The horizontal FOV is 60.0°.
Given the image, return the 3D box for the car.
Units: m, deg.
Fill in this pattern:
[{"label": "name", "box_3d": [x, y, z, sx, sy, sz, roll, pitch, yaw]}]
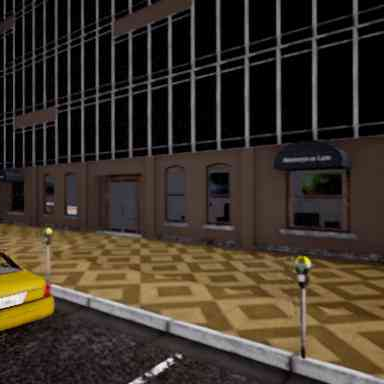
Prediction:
[{"label": "car", "box_3d": [-4.468, 1.514, 6.065, 4.829, 1.417, 1.752, 0, 0, 35]}]
